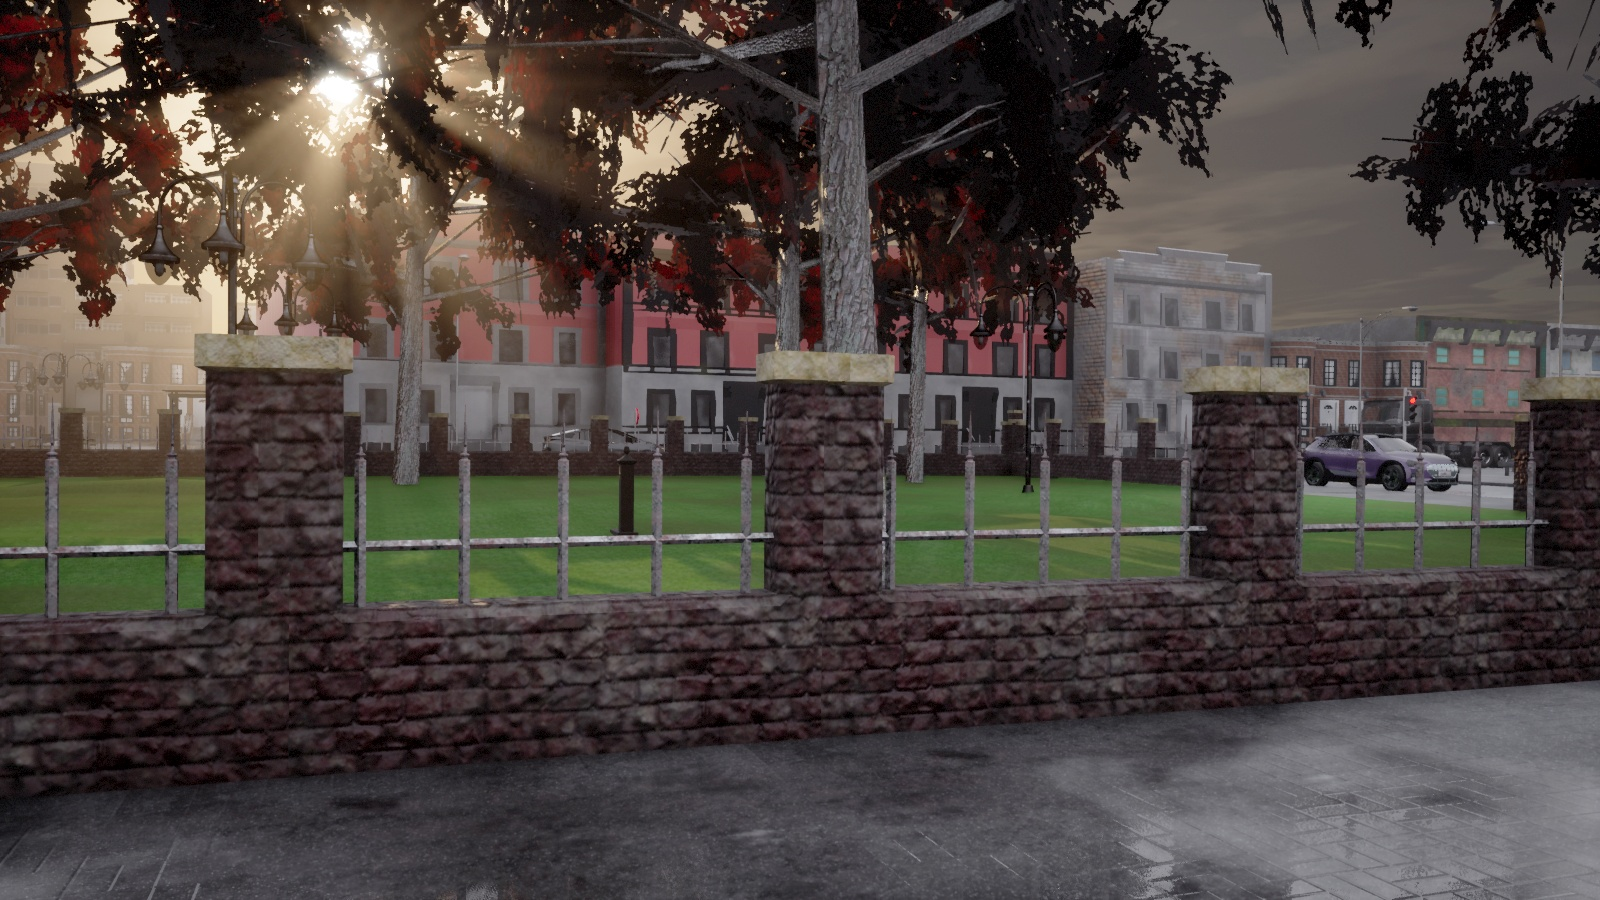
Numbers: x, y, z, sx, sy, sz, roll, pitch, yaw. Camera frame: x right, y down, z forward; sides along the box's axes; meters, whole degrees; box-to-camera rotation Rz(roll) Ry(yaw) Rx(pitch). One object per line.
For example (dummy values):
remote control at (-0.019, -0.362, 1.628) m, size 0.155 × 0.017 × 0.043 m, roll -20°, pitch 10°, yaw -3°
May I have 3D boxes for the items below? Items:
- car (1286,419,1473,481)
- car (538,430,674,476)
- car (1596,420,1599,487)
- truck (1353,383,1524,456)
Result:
car at (16.602, -0.041, 36.265) m, size 2.033 × 1.649 × 4.856 m, roll -1°, pitch 1°, yaw -21°
car at (-6.960, 0.089, 44.948) m, size 4.514 × 1.525 × 2.007 m, roll -1°, pitch 1°, yaw -18°
car at (19.865, 0.094, 26.833) m, size 2.007 × 1.525 × 4.514 m, roll -1°, pitch 1°, yaw -21°
truck at (31.763, -1.543, 62.450) m, size 7.936 × 3.462 × 2.891 m, roll -1°, pitch 1°, yaw -19°
